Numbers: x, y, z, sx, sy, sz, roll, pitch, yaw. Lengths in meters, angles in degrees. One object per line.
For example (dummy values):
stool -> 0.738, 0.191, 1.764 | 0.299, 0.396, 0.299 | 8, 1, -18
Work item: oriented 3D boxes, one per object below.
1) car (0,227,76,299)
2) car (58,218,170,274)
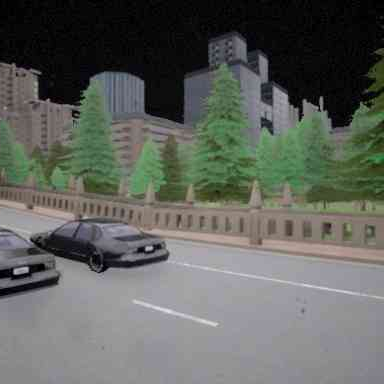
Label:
car -> -5.336, 1.525, 8.009 | 5.357, 1.411, 2.033 | 2, 0, 37
car -> -3.195, 1.559, 10.776 | 5.357, 1.411, 2.033 | 2, 0, 37
